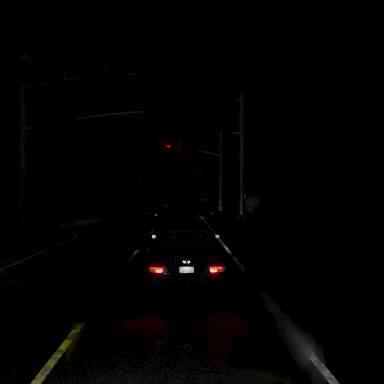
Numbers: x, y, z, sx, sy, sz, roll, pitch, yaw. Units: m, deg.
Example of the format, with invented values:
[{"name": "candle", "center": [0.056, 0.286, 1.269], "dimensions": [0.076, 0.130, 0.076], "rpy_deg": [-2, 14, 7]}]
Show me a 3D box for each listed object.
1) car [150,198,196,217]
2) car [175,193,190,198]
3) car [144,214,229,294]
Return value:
[{"name": "car", "center": [-1.460, 1.522, 26.920], "dimensions": [1.812, 1.442, 4.674], "rpy_deg": [1, 1, 34]}, {"name": "car", "center": [-1.556, 1.221, 54.711], "dimensions": [2.150, 2.045, 5.566], "rpy_deg": [0, 0, -2]}, {"name": "car", "center": [-0.167, 1.547, 8.918], "dimensions": [2.033, 1.411, 5.357], "rpy_deg": [0, 0, -1]}]
